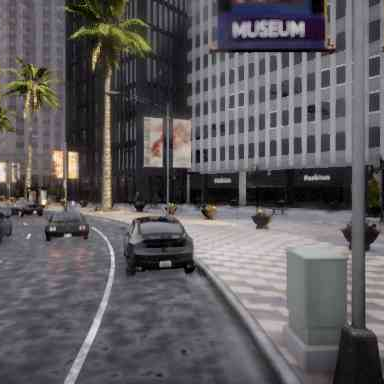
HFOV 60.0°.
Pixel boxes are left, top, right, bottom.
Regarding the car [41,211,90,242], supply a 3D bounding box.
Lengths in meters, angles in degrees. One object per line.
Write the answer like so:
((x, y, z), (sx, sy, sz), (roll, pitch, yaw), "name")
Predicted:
((-6.226, 1.611, 16.531), (1.895, 1.301, 4.718), (0, 0, -22), "car")

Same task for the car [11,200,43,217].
((-15.344, 1.501, 30.719), (1.837, 1.490, 4.892), (0, 0, -44), "car")

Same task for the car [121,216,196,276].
((-1.179, 1.502, 10.450), (1.837, 1.490, 4.892), (0, 0, -13), "car")

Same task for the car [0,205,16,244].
((-9.464, 1.524, 15.203), (1.812, 1.442, 4.674), (0, 0, -22), "car")
